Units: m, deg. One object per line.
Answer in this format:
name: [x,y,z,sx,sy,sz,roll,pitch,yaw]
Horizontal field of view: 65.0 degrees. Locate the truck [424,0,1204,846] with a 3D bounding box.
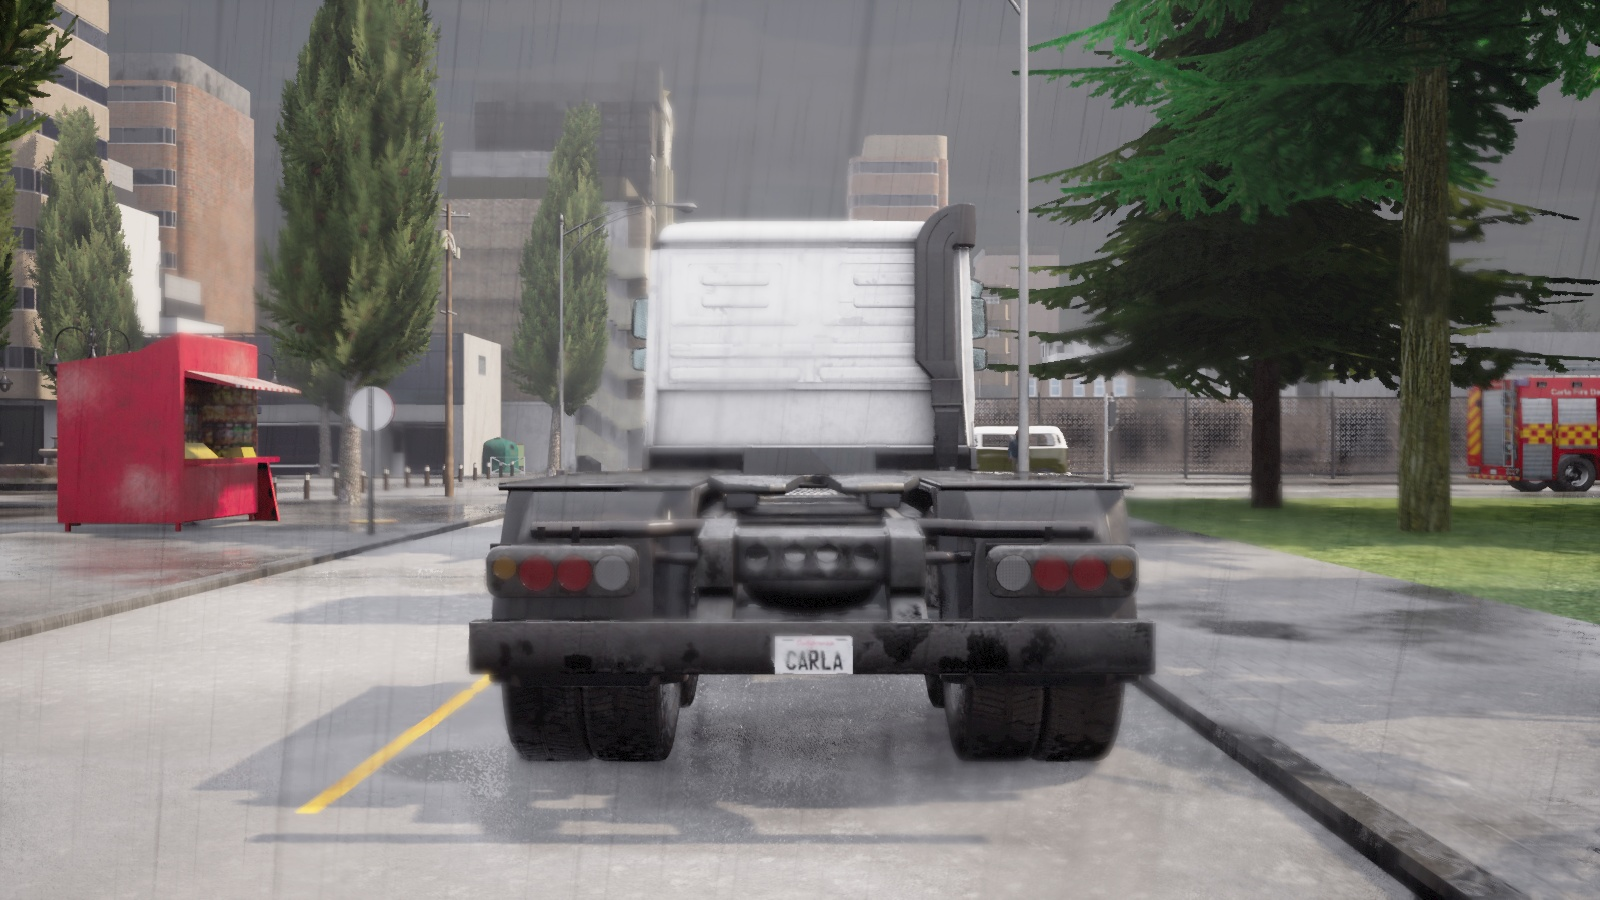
truck: [0.072,-0.284,8.629,2.891,3.462,7.936,0,0,0]

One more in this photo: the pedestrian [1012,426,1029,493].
pedestrian: [6.128,0.266,34.960,0.370,1.835,0.726,0,0,2]

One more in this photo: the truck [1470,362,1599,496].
truck: [24.945,-0.609,37.322,8.468,3.827,2.891,0,0,0]

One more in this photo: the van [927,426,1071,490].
van: [6.514,0.241,41.480,4.480,2.038,2.069,0,1,2]
